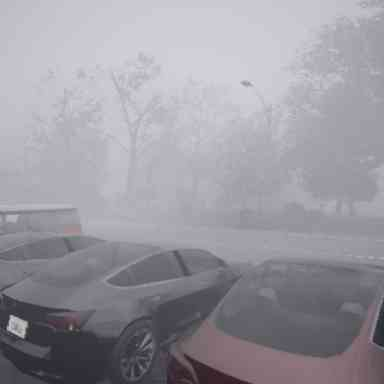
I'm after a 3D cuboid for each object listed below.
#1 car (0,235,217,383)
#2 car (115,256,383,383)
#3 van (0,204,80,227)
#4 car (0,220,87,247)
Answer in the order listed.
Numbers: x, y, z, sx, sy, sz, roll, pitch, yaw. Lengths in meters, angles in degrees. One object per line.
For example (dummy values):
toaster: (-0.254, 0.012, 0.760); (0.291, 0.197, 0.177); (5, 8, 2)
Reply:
car: (-0.578, 1.540, 5.596); (2.163, 1.488, 4.792); (-1, 0, 36)
car: (1.681, 1.517, 3.983); (2.163, 1.488, 4.792); (-1, 0, 36)
van: (-5.184, 1.330, 8.703); (1.878, 1.987, 4.442); (-1, 0, 36)
car: (-2.838, 1.563, 7.208); (2.163, 1.488, 4.792); (-1, 0, 36)
